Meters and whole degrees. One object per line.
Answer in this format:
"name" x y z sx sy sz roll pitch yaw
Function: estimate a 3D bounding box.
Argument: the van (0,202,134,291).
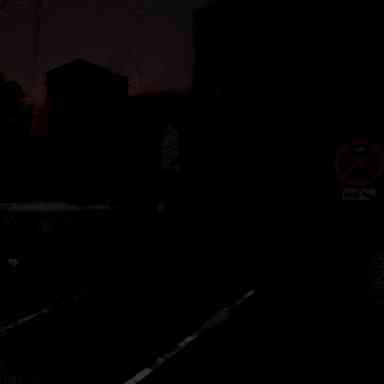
"van" -3.266 1.340 9.392 1.878 1.987 4.442 0 -1 18
